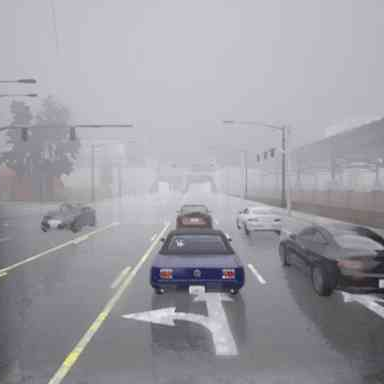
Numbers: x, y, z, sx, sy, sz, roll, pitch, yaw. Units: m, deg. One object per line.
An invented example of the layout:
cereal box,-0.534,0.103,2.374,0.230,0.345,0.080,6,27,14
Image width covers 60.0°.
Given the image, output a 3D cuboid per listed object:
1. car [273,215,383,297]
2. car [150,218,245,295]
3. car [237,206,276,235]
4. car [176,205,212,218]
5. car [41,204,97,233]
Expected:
car,3.620,1.527,8.464,1.812,1.442,4.674,0,0,0
car,0.112,1.601,8.671,1.895,1.301,4.718,0,0,0
car,3.627,1.496,18.440,1.812,1.442,4.674,0,0,0
car,0.123,1.469,19.375,2.163,1.488,4.792,0,0,0
car,-6.995,1.457,19.339,2.128,1.511,4.902,0,0,0
